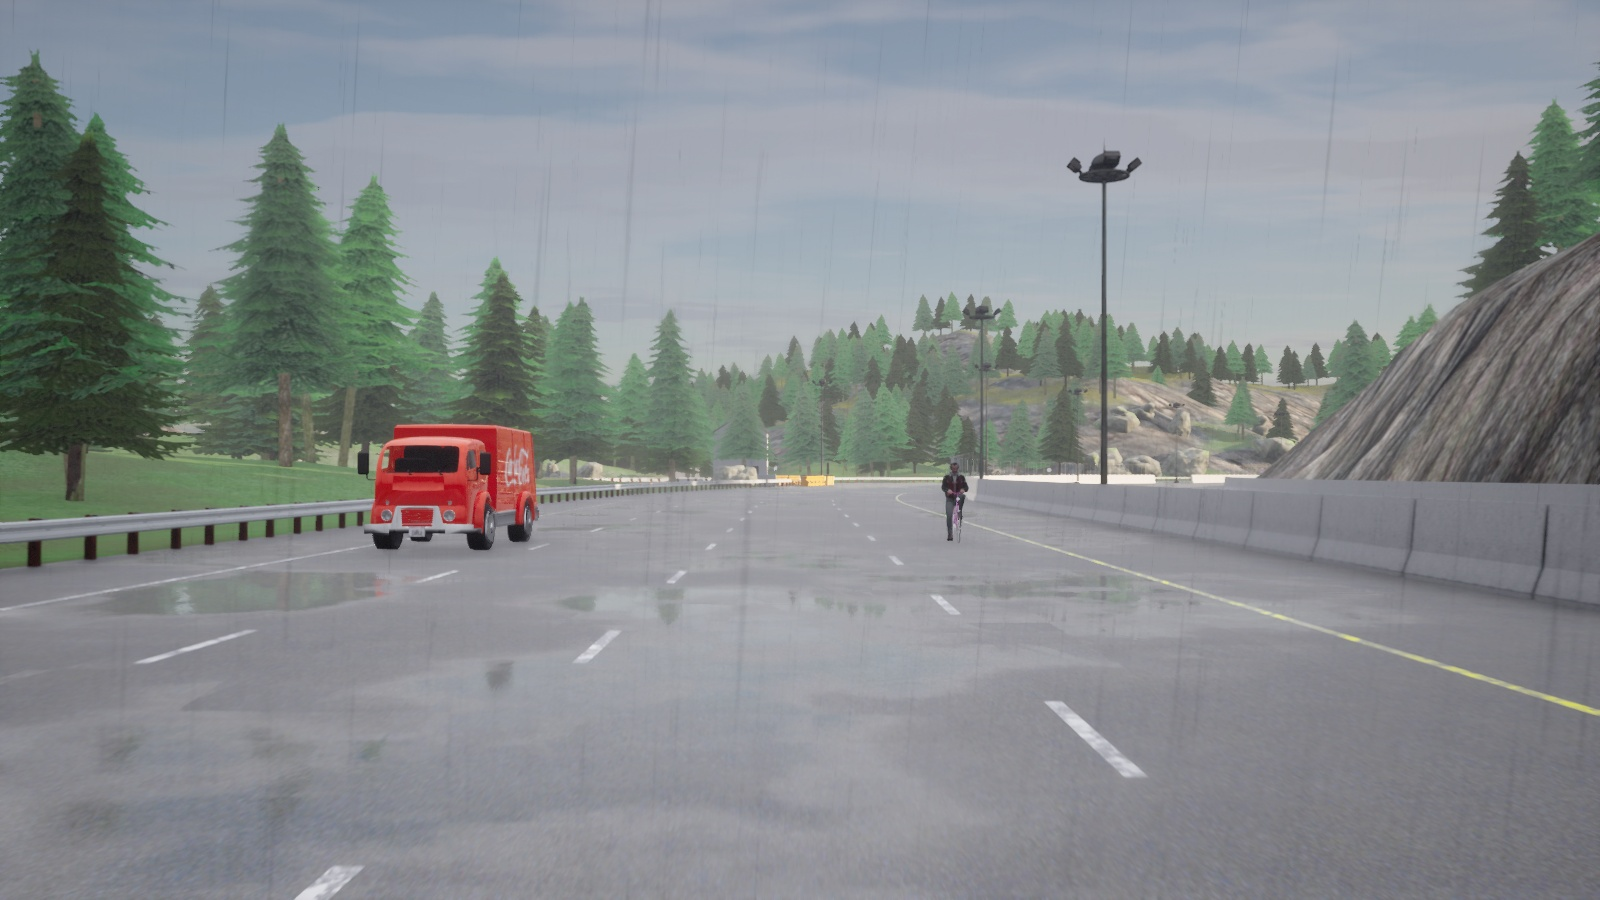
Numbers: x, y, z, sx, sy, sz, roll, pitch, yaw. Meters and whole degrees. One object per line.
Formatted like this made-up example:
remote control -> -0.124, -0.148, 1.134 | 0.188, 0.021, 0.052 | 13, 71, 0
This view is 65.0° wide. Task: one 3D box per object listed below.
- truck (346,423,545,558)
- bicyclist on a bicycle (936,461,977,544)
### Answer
truck -> -7.065, 0.787, 25.761 | 2.627, 2.467, 5.204 | 0, -1, 0
bicyclist on a bicycle -> 3.432, 1.134, 27.613 | 0.659, 1.776, 1.843 | 0, -1, 0
